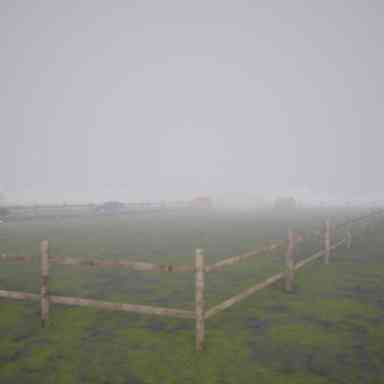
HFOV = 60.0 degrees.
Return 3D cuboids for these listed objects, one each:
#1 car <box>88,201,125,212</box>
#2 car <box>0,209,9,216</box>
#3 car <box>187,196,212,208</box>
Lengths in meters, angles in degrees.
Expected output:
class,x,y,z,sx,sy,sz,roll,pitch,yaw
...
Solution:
class,x,y,z,sx,sy,sz,roll,pitch,yaw
car,-10.850,1.855,42.288,1.882,1.535,5.008,0,-1,36
car,-19.564,1.850,30.340,1.895,1.301,4.718,0,-1,36
car,1.412,1.792,58.945,2.150,2.045,5.566,0,-1,36
